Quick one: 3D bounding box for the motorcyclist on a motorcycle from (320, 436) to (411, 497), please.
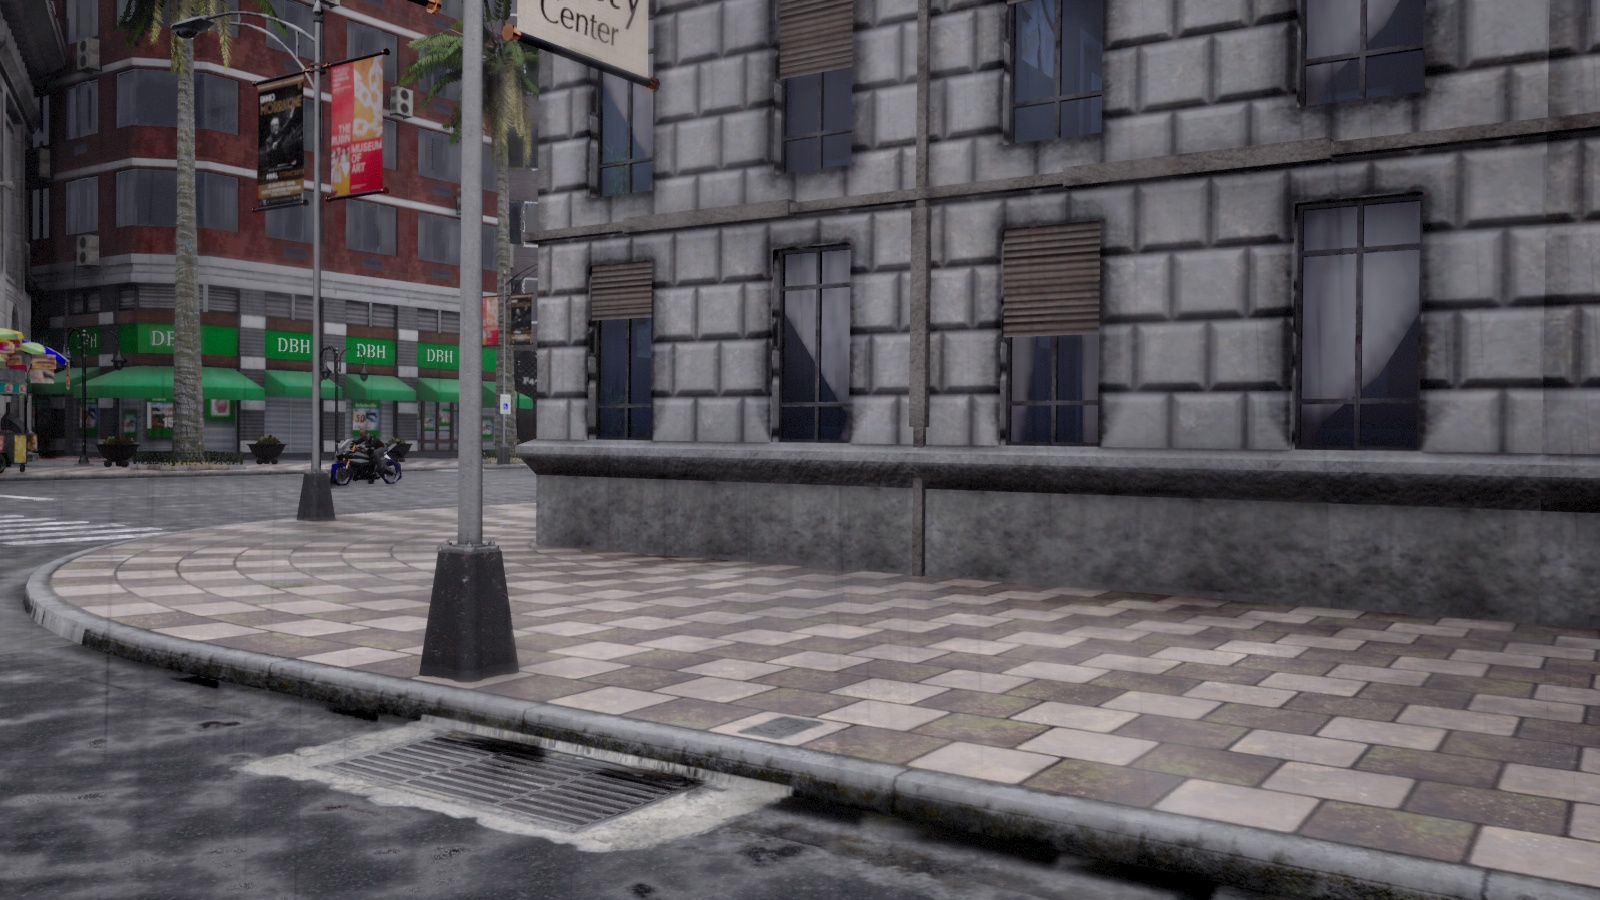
[{"bbox_3d":[-11.503,0.416,33.326,0.866,1.530,2.191,0,1,33],"label":"motorcyclist on a motorcycle"}]
